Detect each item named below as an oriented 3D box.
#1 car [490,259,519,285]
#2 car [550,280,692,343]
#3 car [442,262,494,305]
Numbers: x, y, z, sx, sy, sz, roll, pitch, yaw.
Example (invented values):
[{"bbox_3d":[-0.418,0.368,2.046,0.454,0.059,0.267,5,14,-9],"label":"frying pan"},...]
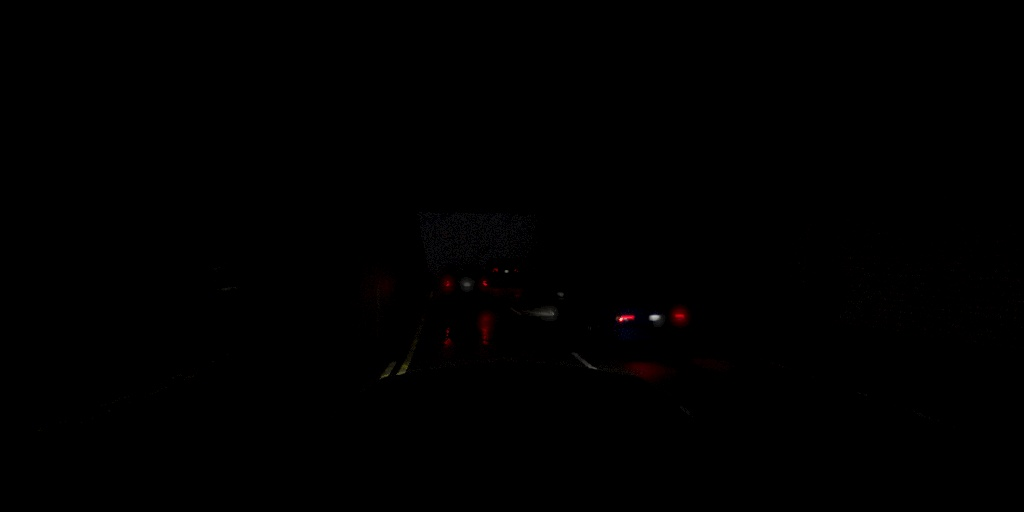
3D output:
[{"bbox_3d":[-0.914,1.261,29.055,2.150,2.045,5.566,0,-1,-11],"label":"car"},{"bbox_3d":[2.605,1.381,10.049,2.033,1.411,5.357,0,-1,-9],"label":"car"},{"bbox_3d":[-2.296,1.272,17.370,2.097,1.767,4.553,0,0,-10],"label":"car"}]
